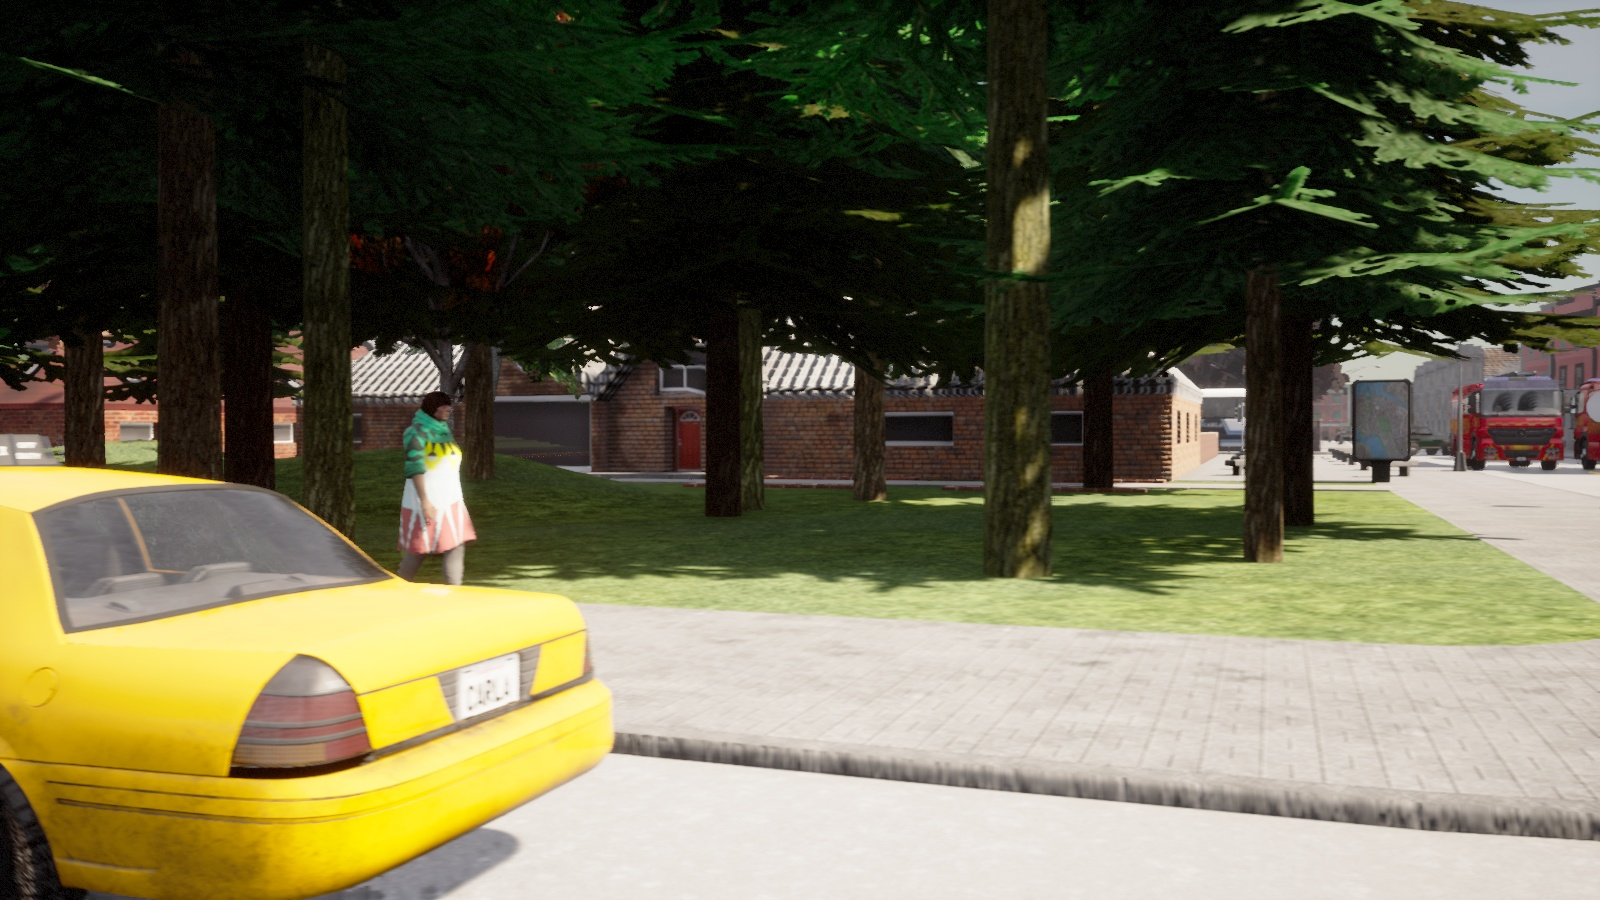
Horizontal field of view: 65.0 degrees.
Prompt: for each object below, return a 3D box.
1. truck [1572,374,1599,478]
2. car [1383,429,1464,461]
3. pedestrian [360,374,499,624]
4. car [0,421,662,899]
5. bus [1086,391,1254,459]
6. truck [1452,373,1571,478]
[{"bbox_3d":[31.024,-0.886,46.209,2.891,3.827,8.468,1,1,21],"label":"truck"},{"bbox_3d":[37.110,-0.317,74.818,3.866,1.878,1.905,0,1,-7],"label":"car"},{"bbox_3d":[-3.023,0.376,10.279,0.873,1.952,0.659,1,1,21],"label":"pedestrian"},{"bbox_3d":[-3.354,0.682,4.901,5.366,1.575,1.801,1,1,21],"label":"car"},{"bbox_3d":[24.246,-1.648,82.326,10.273,4.253,3.944,1,1,19],"label":"bus"},{"bbox_3d":[28.362,-0.958,50.458,2.891,3.827,8.468,1,1,21],"label":"truck"}]
